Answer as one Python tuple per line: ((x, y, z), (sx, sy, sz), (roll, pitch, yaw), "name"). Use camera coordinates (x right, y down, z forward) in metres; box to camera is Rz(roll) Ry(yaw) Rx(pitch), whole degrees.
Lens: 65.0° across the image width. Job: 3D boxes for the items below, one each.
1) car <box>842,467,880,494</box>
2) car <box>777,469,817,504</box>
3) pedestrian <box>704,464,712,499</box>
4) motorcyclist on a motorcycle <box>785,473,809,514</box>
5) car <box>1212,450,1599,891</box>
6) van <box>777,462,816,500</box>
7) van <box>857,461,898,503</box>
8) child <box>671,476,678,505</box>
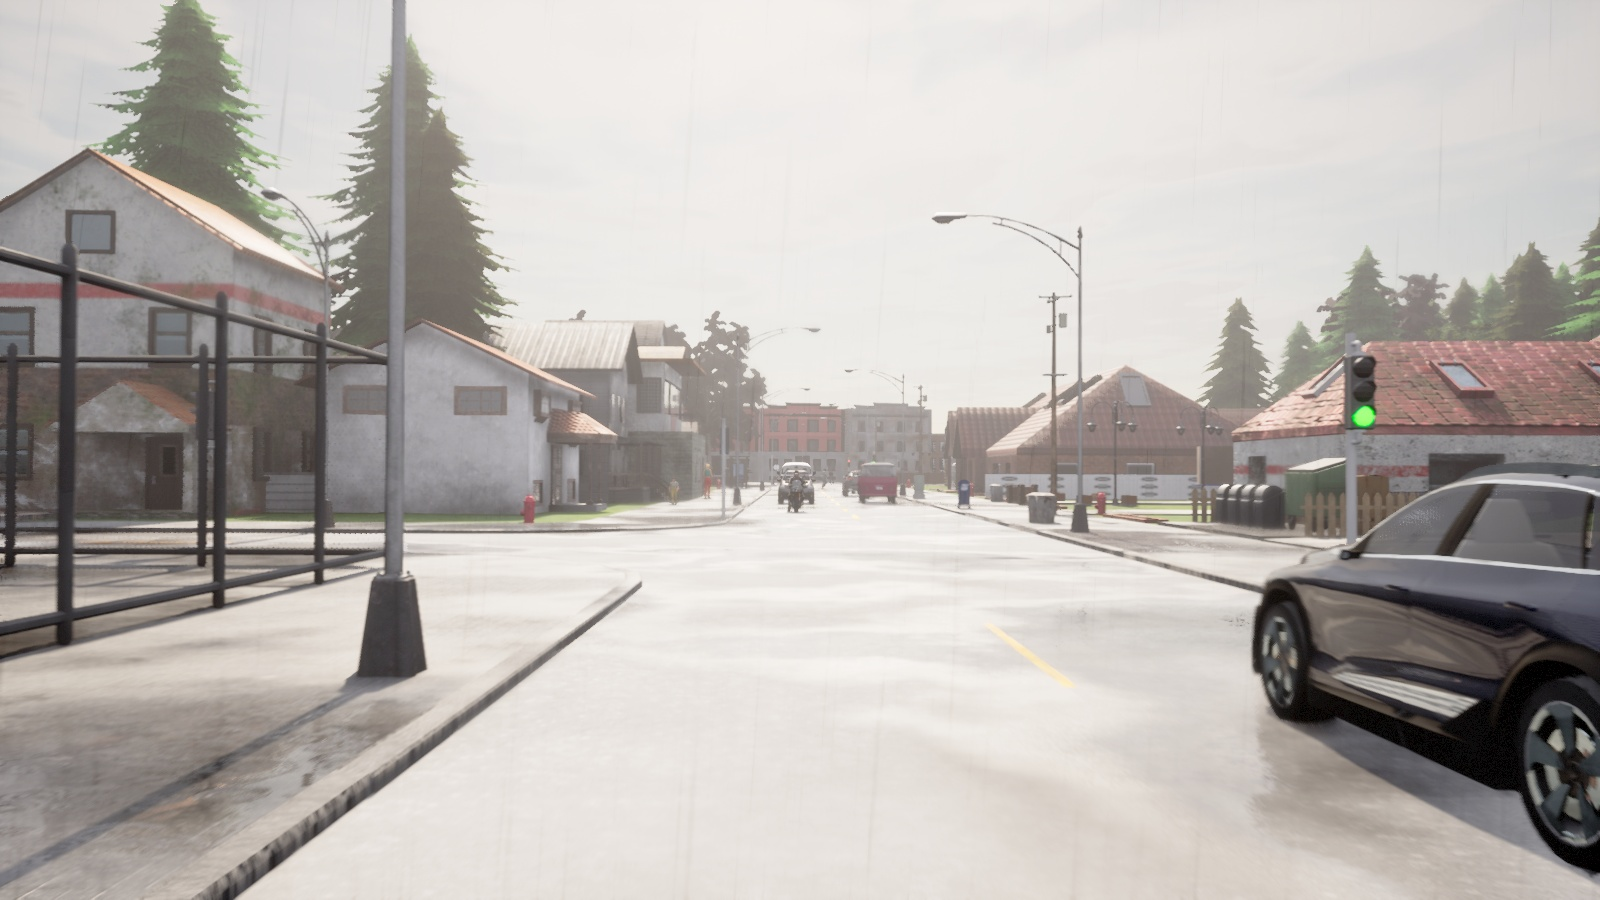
((3.791, 1.906, 79.333), (2.152, 1.651, 5.027), (0, -1, 0), "car")
((-0.159, 1.728, 60.610), (1.851, 1.617, 3.988), (0, -1, 0), "car")
((-4.808, 1.645, 65.780), (0.345, 1.836, 0.594), (0, -1, 0), "pedestrian")
((-0.126, 1.652, 47.924), (0.866, 1.530, 2.191), (0, -1, 0), "motorcyclist on a motorcycle")
((3.988, 0.840, 6.532), (2.033, 1.649, 4.856), (0, -1, -1), "car")
((-0.182, 1.695, 69.097), (2.069, 2.038, 4.480), (0, -1, 0), "van")
((3.834, 1.598, 62.720), (1.775, 1.987, 4.442), (0, -1, 0), "van")
((-5.371, 1.727, 53.806), (0.270, 1.263, 0.437), (0, -1, 0), "child")
